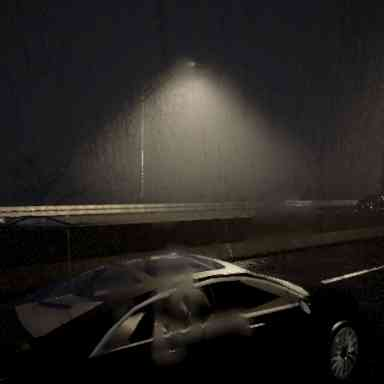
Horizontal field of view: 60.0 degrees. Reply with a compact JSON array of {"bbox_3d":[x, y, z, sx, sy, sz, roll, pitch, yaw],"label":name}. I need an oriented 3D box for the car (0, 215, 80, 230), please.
[{"bbox_3d":[-6.219,1.568,12.441,4.181,1.385,1.994,0,0,-35],"label":"car"}]

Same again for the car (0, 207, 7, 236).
[{"bbox_3d":[-11.932,1.561,16.965,4.181,1.385,1.994,0,0,-35],"label":"car"}]

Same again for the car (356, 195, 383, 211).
[{"bbox_3d":[22.472,1.362,40.855,5.566,2.045,2.150,0,0,-34],"label":"car"}]

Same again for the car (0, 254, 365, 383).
[{"bbox_3d":[0.063,1.497,3.781,4.902,1.511,2.128,0,0,-35],"label":"car"}]

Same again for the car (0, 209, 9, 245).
[{"bbox_3d":[-10.355,1.522,13.793,4.674,1.442,1.812,0,0,-35],"label":"car"}]
